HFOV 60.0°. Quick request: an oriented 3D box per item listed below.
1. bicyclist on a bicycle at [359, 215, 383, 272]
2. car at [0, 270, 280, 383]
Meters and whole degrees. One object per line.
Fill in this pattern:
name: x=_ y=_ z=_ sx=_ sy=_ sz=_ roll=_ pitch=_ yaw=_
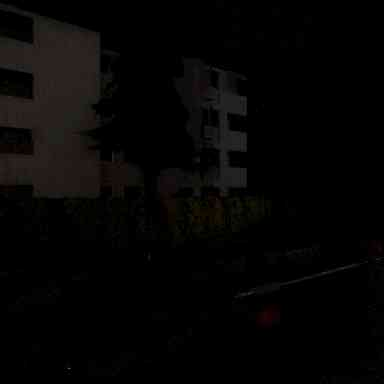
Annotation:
bicyclist on a bicycle: x=5.335 y=1.457 z=9.021 sx=0.582 sy=1.620 sz=1.656 roll=0 pitch=-2 yaw=-37
car: x=-1.071 y=1.565 z=3.209 sx=4.181 sy=1.385 sz=1.994 roll=0 pitch=0 yaw=-37
